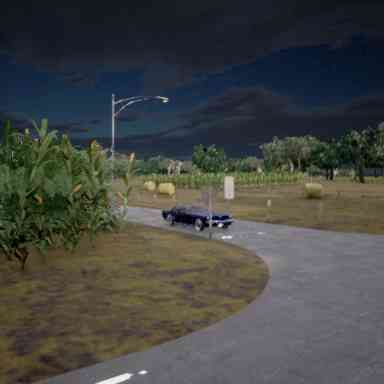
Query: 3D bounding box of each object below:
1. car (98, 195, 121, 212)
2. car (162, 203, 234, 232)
[{"bbox_3d":[-8.405,0.985,30.827,2.033,1.411,5.357,0,1,-35],"label":"car"},{"bbox_3d":[0.205,1.326,18.598,1.895,1.301,4.718,0,1,-34],"label":"car"}]
